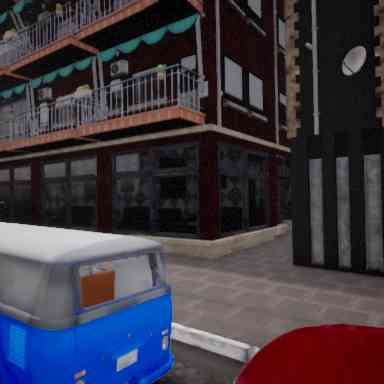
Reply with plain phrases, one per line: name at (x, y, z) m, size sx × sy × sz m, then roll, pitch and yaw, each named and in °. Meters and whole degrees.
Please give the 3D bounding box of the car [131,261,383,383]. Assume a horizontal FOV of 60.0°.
car at (2.396, 1.313, 0.997) m, size 5.009 × 1.841 × 2.192 m, roll 0°, pitch -1°, yaw 36°

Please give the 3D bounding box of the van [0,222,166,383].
van at (-2.108, 1.342, 4.208) m, size 3.998 × 1.788 × 1.690 m, roll 0°, pitch -1°, yaw 36°
